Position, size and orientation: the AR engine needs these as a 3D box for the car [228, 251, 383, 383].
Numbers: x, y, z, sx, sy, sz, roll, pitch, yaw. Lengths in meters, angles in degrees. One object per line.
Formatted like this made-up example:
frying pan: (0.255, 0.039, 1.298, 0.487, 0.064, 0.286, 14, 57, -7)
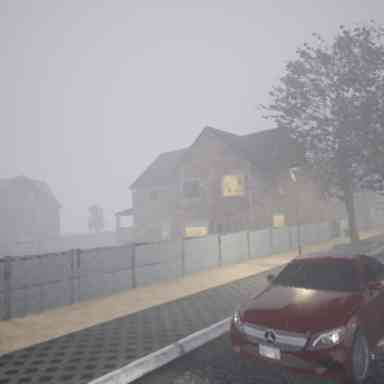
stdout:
car: (2.539, 1.878, 6.098, 1.812, 1.442, 4.674, -6, -5, 41)
